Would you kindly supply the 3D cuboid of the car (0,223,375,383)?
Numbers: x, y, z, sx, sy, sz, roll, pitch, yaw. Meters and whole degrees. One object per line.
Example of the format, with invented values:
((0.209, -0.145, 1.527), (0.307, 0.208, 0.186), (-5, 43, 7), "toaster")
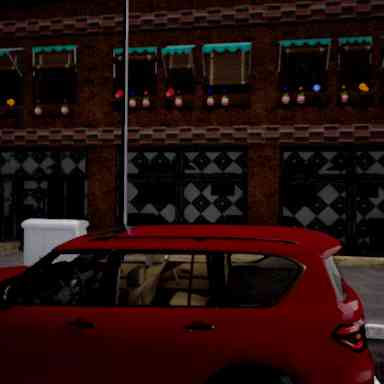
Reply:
((-0.714, 1.315, 3.784), (5.009, 1.841, 2.192), (0, 1, 8), "car")
